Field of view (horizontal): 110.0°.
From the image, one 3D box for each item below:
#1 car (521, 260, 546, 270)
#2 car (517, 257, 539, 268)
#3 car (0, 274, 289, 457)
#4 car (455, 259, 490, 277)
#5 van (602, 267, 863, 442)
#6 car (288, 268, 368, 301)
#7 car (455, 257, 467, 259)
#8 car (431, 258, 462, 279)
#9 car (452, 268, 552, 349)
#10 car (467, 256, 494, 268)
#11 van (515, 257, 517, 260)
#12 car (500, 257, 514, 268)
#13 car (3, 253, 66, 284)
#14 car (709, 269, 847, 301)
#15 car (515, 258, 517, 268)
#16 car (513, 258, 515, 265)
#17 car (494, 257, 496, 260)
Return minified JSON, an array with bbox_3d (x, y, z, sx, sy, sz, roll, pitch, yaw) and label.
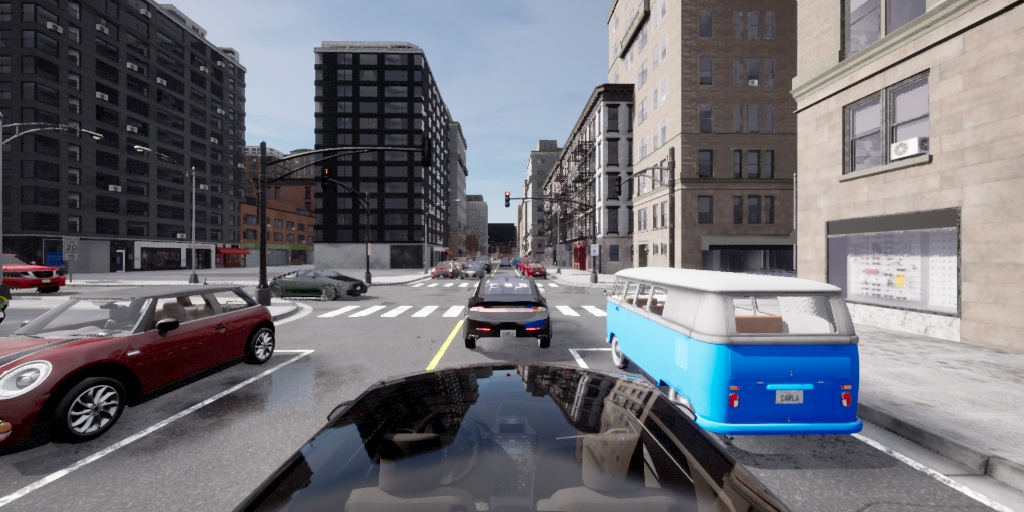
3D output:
[{"bbox_3d":[2.081,1.295,32.108,1.888,1.381,4.507,0,0,-1],"label":"car"},{"bbox_3d":[1.979,1.065,37.516,2.192,1.841,5.009,0,0,-1],"label":"car"},{"bbox_3d":[-5.439,1.190,5.082,1.967,1.591,4.097,0,0,-1],"label":"car"},{"bbox_3d":[-3.392,1.242,31.606,2.128,1.511,4.902,0,0,-1],"label":"car"},{"bbox_3d":[2.585,1.091,5.233,1.690,1.789,3.998,0,0,-1],"label":"van"},{"bbox_3d":[-8.935,1.277,16.608,4.181,1.385,1.994,0,0,9],"label":"car"},{"bbox_3d":[-6.146,1.065,42.774,2.192,1.841,5.009,0,0,-1],"label":"car"},{"bbox_3d":[-5.943,1.190,31.957,1.967,1.591,4.097,0,0,-1],"label":"car"},{"bbox_3d":[-0.125,1.242,9.167,2.128,1.511,4.902,0,0,-1],"label":"car"},{"bbox_3d":[-3.581,0.972,41.768,2.150,2.045,5.566,0,0,0],"label":"car"},{"bbox_3d":[1.674,1.089,53.743,1.690,1.789,3.998,0,0,-1],"label":"van"},{"bbox_3d":[-1.124,1.309,62.268,1.994,1.385,4.181,0,0,-1],"label":"car"},{"bbox_3d":[-24.908,0.846,16.953,5.566,2.045,2.150,0,0,-2],"label":"car"},{"bbox_3d":[12.948,1.375,17.696,5.357,1.411,2.033,0,0,-1],"label":"car"},{"bbox_3d":[1.776,1.294,48.334,1.888,1.381,4.507,0,0,-1],"label":"car"},{"bbox_3d":[1.573,1.312,59.151,1.948,1.339,4.313,0,0,-1],"label":"car"},{"bbox_3d":[-3.776,1.296,52.170,2.033,1.411,5.357,0,0,-1],"label":"car"}]
